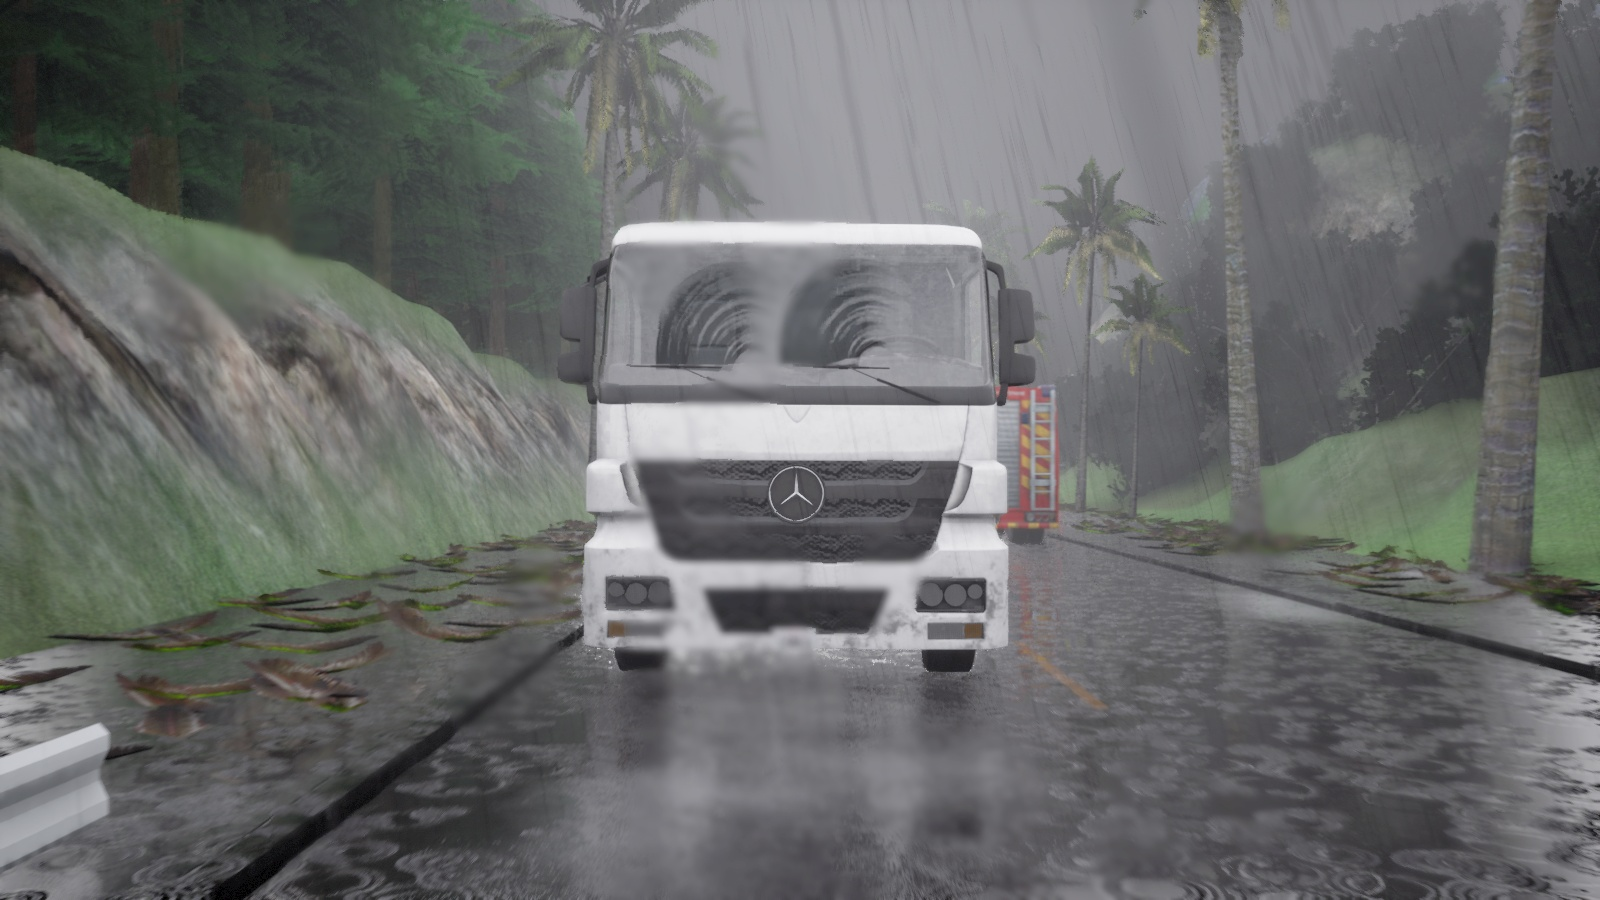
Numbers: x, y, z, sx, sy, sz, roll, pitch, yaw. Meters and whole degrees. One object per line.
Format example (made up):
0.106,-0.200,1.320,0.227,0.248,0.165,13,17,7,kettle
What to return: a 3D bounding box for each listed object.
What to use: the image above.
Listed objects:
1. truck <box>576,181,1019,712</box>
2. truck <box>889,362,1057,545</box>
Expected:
-0.030,0.037,12.191,2.891,3.462,7.936,0,-1,0,truck
3.930,0.147,30.618,2.891,3.827,8.468,0,-1,0,truck
